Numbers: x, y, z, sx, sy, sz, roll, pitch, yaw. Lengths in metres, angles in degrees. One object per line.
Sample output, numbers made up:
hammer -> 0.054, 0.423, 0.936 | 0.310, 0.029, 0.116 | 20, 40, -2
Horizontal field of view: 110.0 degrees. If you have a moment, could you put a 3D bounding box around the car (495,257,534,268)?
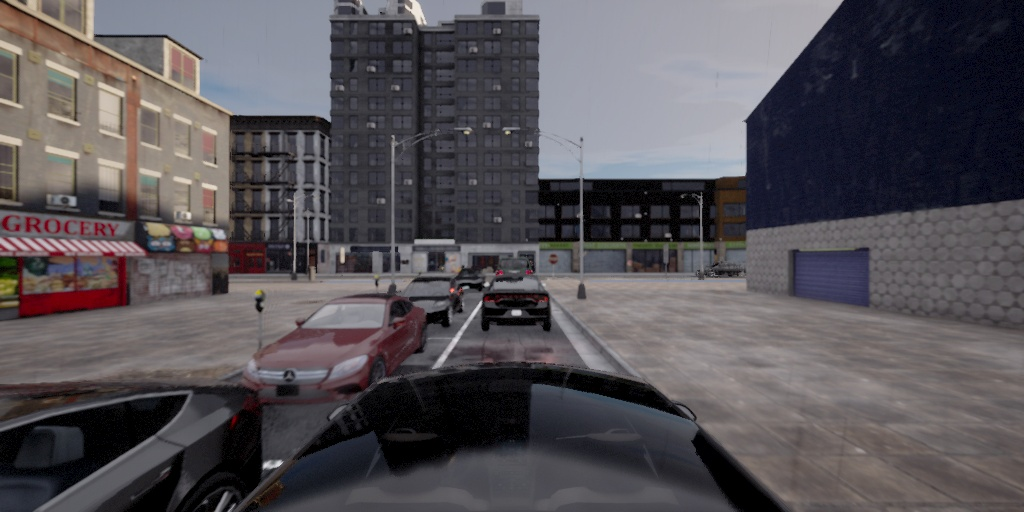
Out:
car -> 0.138, 1.078, 21.258 | 2.150, 2.045, 5.566 | 0, 0, 0

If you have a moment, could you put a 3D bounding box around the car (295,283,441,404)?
car -> -2.633, 1.357, 6.315 | 1.802, 1.307, 4.207 | 0, 0, 0

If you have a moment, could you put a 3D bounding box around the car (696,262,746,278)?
car -> 21.196, 1.392, 36.178 | 4.892, 1.490, 1.837 | 0, 0, 0

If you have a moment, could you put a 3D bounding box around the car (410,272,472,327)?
car -> -2.624, 1.371, 11.767 | 1.948, 1.339, 4.313 | 0, 0, 0

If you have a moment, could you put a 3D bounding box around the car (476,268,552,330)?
car -> 0.110, 1.280, 11.296 | 1.882, 1.535, 5.008 | 0, -1, 0

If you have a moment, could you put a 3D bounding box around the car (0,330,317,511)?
car -> -2.642, 1.311, 0.864 | 1.948, 1.339, 4.313 | 0, 0, 0

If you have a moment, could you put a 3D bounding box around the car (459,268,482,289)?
car -> -2.607, 1.430, 22.671 | 1.948, 1.339, 4.313 | 0, 0, 0
